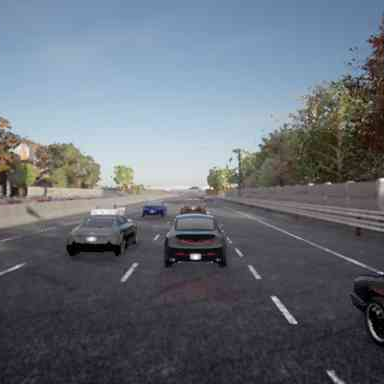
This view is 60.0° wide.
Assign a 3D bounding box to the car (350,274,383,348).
[{"bbox_3d":[3.546,1.484,3.214,2.033,1.411,5.357,0,0,2],"label":"car"}]

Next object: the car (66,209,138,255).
[{"bbox_3d":[-3.405,1.572,13.281,1.994,1.385,4.181,0,0,0],"label":"car"}]

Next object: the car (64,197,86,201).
[{"bbox_3d":[-17.565,1.554,51.356,1.837,1.490,4.892,0,0,0],"label":"car"}]

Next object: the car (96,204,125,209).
[{"bbox_3d":[-6.902,1.623,27.955,1.895,1.301,4.718,0,0,0],"label":"car"}]

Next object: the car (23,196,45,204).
[{"bbox_3d":[-24.557,1.403,52.218,2.097,1.767,4.553,0,0,0],"label":"car"}]

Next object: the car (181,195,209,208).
[{"bbox_3d":[0.094,1.375,29.148,2.097,1.767,4.553,0,0,0],"label":"car"}]

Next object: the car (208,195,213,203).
[{"bbox_3d":[3.490,1.597,71.902,1.812,1.442,4.674,0,0,0],"label":"car"}]

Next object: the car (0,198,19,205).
[{"bbox_3d":[-28.058,1.613,50.412,1.994,1.385,4.181,0,0,0],"label":"car"}]

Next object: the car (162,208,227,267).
[{"bbox_3d":[0.098,1.511,11.445,1.837,1.490,4.892,0,0,0],"label":"car"}]

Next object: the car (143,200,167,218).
[{"bbox_3d":[-3.403,1.502,31.009,1.882,1.535,5.008,0,0,0],"label":"car"}]

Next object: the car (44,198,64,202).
[{"bbox_3d":[-21.059,1.615,52.557,1.994,1.385,4.181,0,0,1],"label":"car"}]
